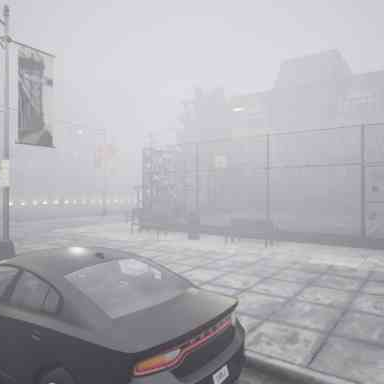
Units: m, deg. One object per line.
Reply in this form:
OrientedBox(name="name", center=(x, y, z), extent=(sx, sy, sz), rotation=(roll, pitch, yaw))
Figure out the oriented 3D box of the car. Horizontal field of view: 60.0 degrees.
OrientedBox(name="car", center=(-1.763, 1.480, 4.390), extent=(5.008, 1.535, 2.097), rotation=(0, 0, 35))
